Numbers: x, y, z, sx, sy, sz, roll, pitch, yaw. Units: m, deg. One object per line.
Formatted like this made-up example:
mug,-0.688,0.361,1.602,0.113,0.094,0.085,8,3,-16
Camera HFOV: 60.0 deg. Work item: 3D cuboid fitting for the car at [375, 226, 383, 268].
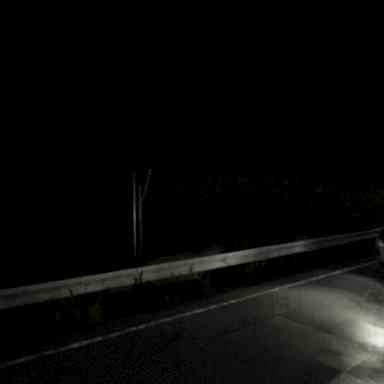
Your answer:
car,7.319,1.053,9.221,5.566,2.045,2.150,-1,1,-36
